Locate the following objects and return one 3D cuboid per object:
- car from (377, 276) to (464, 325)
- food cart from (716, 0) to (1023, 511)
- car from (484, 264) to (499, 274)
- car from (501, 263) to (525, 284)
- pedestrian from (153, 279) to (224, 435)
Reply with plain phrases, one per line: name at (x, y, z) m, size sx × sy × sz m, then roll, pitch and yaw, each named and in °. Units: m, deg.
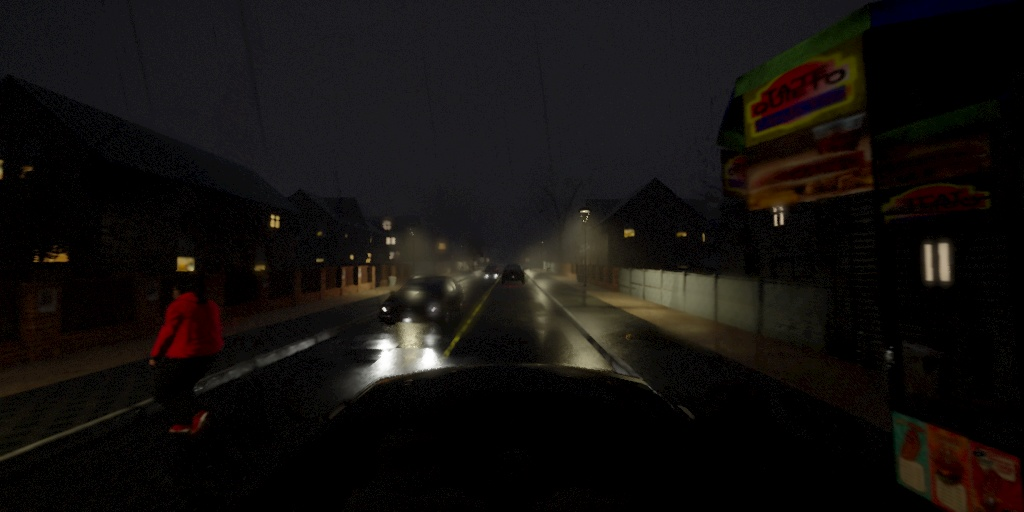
car at (-2.845, 1.393, 12.444) m, size 2.033 × 1.411 × 5.357 m, roll 0°, pitch 0°, yaw 0°
food cart at (3.010, 0.210, 1.182) m, size 2.280 × 3.560 × 4.660 m, roll 0°, pitch 0°, yaw 0°
car at (-2.819, 1.775, 50.185) m, size 1.994 × 1.385 × 4.181 m, roll 0°, pitch -1°, yaw 0°
car at (0.110, 1.493, 30.449) m, size 1.882 × 1.535 × 5.008 m, roll 0°, pitch 0°, yaw 0°
pedestrian at (-3.657, 1.065, 4.066) m, size 0.375 × 1.860 × 0.375 m, roll 2°, pitch -2°, yaw 0°
